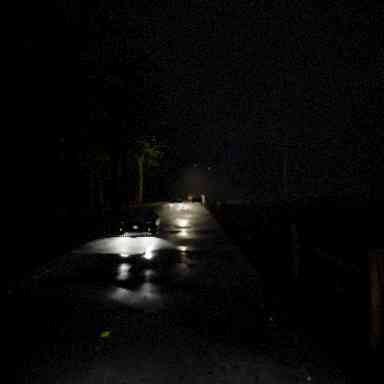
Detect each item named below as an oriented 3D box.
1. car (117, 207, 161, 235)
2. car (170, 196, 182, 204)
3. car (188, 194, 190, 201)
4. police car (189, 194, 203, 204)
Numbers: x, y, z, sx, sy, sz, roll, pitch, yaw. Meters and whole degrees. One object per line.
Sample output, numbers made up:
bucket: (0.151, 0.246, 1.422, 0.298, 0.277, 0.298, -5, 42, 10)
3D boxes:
car: (-2.850, 1.566, 18.657, 1.994, 1.385, 4.181, 0, 0, 0)
car: (-2.801, 1.423, 59.693, 1.837, 1.490, 4.892, 0, 0, 1)
car: (-0.005, 1.275, 79.687, 1.882, 1.535, 5.008, 0, 0, 0)
police car: (0.958, 1.344, 61.919, 1.930, 1.638, 5.238, 0, 0, 0)
